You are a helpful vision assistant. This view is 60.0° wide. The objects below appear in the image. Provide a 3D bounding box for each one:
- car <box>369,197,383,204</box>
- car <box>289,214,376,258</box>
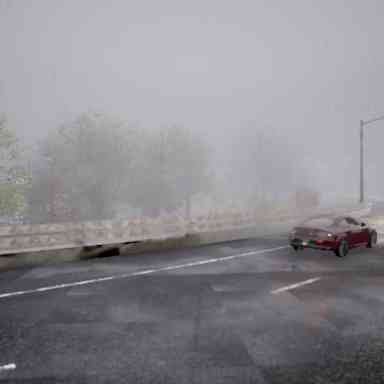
[{"bbox_3d":[37.579,1.658,67.771,1.812,1.442,4.674,0,0,11],"label":"car"},{"bbox_3d":[5.611,1.581,13.121,4.674,1.442,1.812,0,0,-43],"label":"car"}]
